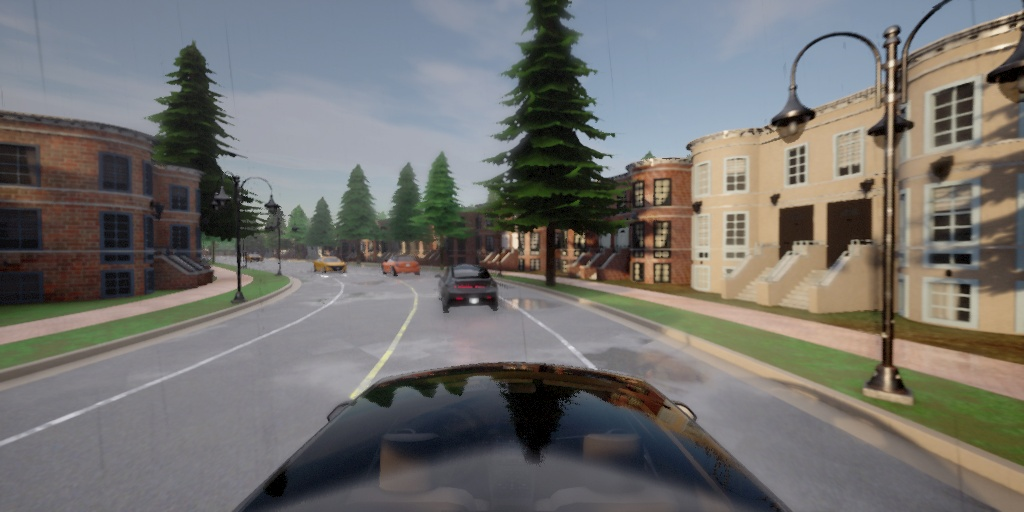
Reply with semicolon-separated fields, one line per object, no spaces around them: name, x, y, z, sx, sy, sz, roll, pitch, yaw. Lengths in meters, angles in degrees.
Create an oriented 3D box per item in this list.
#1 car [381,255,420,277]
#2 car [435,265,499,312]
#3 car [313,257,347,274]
car;-9.273;0.703;29.578;2.097;1.767;4.553;-1;1;-34
car;-1.736;1.080;13.318;1.837;1.490;4.892;0;1;-14
car;-16.968;0.800;33.349;1.882;1.535;5.008;-1;1;-42
